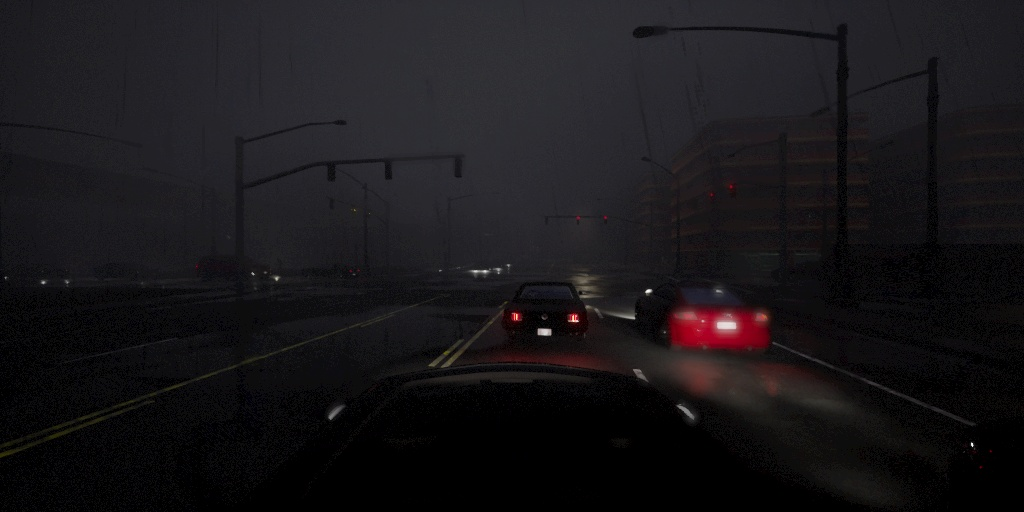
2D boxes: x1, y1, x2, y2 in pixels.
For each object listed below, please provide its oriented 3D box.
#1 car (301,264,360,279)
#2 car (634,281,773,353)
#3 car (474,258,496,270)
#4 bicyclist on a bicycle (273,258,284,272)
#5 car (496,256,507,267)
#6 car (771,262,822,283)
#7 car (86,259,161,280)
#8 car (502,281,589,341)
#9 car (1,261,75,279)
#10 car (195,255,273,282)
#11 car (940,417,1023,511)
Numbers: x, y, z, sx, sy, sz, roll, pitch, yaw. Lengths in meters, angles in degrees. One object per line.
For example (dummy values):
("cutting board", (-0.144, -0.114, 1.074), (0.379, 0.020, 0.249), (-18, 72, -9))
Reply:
("car", (-16.241, 1.351, 32.099), (4.718, 1.301, 1.895), (0, 0, 7))
("car", (4.405, 1.314, 8.921), (1.994, 1.385, 4.181), (0, 0, 7))
("car", (-3.851, 1.176, 48.715), (1.994, 1.385, 4.181), (0, 1, 8))
("bicyclist on a bicycle", (-26.397, 1.053, 40.606), (0.582, 1.620, 1.656), (0, 0, 7))
("car", (-2.499, 1.064, 58.569), (1.895, 1.301, 4.718), (0, 1, 8))
("car", (22.819, 1.228, 27.585), (5.008, 1.535, 1.882), (0, 0, 7))
("car", (-32.430, 1.228, 30.270), (5.008, 1.535, 1.882), (0, 0, 7))
("car", (1.002, 1.351, 9.923), (1.895, 1.301, 4.718), (0, 0, 8))
("car", (-41.836, 1.351, 31.600), (4.718, 1.301, 1.895), (0, 0, 12))
("car", (-22.499, 0.971, 29.093), (5.566, 2.045, 2.150), (0, 0, 7))
("car", (3.640, 1.242, 0.209), (2.128, 1.511, 4.902), (0, 0, 1))
